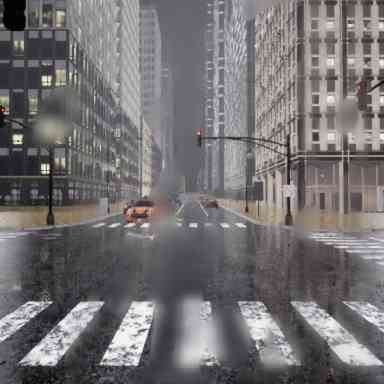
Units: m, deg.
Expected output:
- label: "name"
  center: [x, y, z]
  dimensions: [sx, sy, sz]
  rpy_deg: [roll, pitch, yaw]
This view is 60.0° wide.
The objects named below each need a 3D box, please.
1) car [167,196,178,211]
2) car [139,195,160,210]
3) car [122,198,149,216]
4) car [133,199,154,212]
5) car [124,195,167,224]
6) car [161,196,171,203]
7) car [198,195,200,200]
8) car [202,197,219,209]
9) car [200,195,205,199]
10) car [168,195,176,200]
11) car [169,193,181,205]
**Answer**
- label: "car"
  center: [-3.107, 1.521, 40.506]
  dimensions: [1.837, 1.490, 4.892]
  rpy_deg: [0, 0, 0]
- label: "car"
  center: [-5.680, 1.332, 44.943]
  dimensions: [2.192, 1.841, 5.009]
  rpy_deg: [1, 0, 0]
- label: "car"
  center: [-5.680, 1.453, 33.792]
  dimensions: [1.967, 1.590, 4.097]
  rpy_deg: [1, 0, 0]
- label: "car"
  center: [-5.685, 1.597, 39.367]
  dimensions: [1.802, 1.307, 4.206]
  rpy_deg: [1, 0, 0]
- label: "car"
  center: [-3.422, 1.361, 24.900]
  dimensions: [2.097, 1.767, 4.553]
  rpy_deg: [0, 0, 4]
- label: "car"
  center: [-5.690, 1.573, 72.818]
  dimensions: [1.887, 1.381, 4.507]
  rpy_deg: [1, 0, 0]
- label: "car"
  center: [2.692, 1.590, 61.739]
  dimensions: [1.947, 1.339, 4.313]
  rpy_deg: [1, 0, 0]
- label: "car"
  center: [2.694, 1.599, 45.006]
  dimensions: [1.802, 1.307, 4.206]
  rpy_deg: [1, 0, 0]
- label: "car"
  center: [2.694, 1.547, 56.332]
  dimensions: [1.752, 1.417, 4.829]
  rpy_deg: [1, 0, 0]
- label: "car"
  center: [-5.695, 1.605, 95.119]
  dimensions: [1.947, 1.339, 4.313]
  rpy_deg: [1, 0, 0]
- label: "car"
  center: [-3.066, 1.246, 58.802]
  dimensions: [2.150, 2.045, 5.566]
  rpy_deg: [0, 0, 1]
